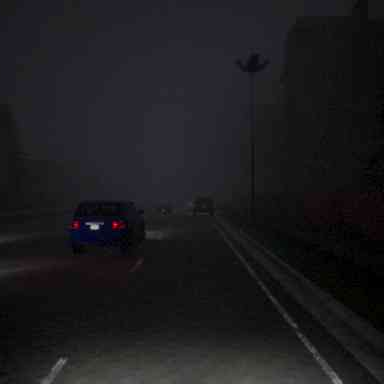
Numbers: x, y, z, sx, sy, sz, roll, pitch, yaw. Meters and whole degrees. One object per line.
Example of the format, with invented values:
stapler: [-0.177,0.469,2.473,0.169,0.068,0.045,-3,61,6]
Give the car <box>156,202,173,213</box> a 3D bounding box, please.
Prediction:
car: [-3.408,1.966,42.032,1.895,1.301,4.718,0,0,0]

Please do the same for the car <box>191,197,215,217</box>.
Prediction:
car: [1.219,1.533,35.463,2.150,2.045,5.566,0,0,0]

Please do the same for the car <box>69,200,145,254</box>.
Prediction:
car: [-3.401,1.347,14.301,2.150,2.045,5.566,0,0,0]

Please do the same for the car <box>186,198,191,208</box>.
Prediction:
car: [-0.010,2.017,56.478,1.812,1.442,4.674,0,0,0]

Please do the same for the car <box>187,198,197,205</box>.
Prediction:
car: [-0.013,2.015,71.469,2.128,1.511,4.902,0,0,0]

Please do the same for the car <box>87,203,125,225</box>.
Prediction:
car: [-6.904,1.742,27.228,1.837,1.490,4.892,0,0,0]
